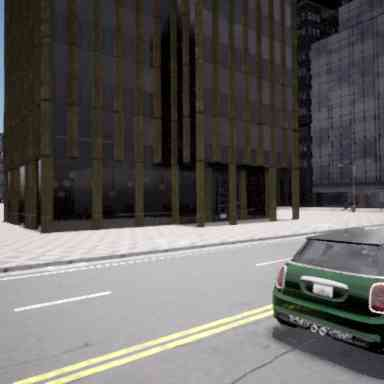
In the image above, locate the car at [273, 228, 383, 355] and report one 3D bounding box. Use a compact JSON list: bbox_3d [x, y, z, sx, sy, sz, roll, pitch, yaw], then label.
[{"bbox_3d":[3.599,1.465,6.141,4.553,1.767,2.097,0,-2,-37],"label":"car"}]
